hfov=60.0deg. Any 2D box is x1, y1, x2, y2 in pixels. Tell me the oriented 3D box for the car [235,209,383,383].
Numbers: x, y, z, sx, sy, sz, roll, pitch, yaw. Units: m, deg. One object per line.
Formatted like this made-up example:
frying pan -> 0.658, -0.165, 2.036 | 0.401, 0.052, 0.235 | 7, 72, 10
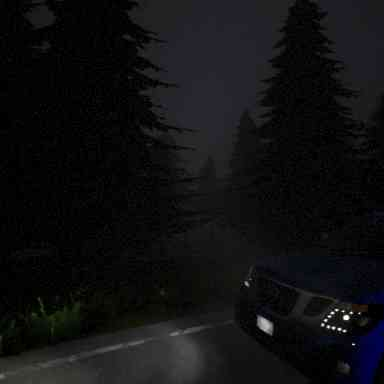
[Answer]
car -> 3.415, 1.294, 4.927 | 5.566, 2.045, 2.150 | 2, 0, -22
